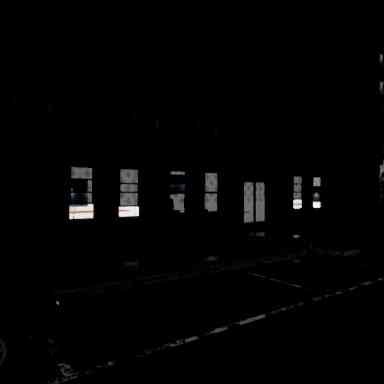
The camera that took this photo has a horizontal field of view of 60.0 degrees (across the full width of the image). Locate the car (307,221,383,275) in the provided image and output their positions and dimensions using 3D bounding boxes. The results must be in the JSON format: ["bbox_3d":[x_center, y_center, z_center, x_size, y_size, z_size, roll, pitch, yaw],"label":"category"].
[{"bbox_3d":[5.381,1.582,10.402,4.206,1.307,1.802,0,0,-36],"label":"car"}]

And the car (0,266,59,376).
[{"bbox_3d":[-3.886,1.551,3.789,4.403,1.369,2.008,0,0,-36],"label":"car"}]
